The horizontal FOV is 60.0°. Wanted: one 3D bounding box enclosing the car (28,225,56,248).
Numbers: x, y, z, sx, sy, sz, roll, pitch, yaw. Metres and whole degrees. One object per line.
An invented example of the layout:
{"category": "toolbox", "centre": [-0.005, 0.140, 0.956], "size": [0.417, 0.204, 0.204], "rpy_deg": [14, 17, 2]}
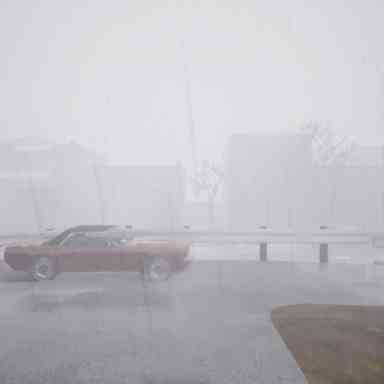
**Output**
{"category": "car", "centre": [-15.069, 4.437, 33.634], "size": [1.946, 1.575, 5.366], "rpy_deg": [0, 0, -18]}

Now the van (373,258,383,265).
{"category": "van", "centre": [10.774, 4.433, 15.609], "size": [1.878, 1.987, 4.442], "rpy_deg": [0, 1, -18]}

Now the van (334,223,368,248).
{"category": "van", "centre": [14.532, 4.219, 32.670], "size": [1.878, 1.987, 4.442], "rpy_deg": [0, 0, -18]}

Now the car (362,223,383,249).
{"category": "car", "centre": [17.544, 4.193, 32.446], "size": [2.435, 2.045, 5.566], "rpy_deg": [0, 0, -18]}

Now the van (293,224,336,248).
{"category": "van", "centre": [11.574, 4.219, 32.761], "size": [1.878, 1.987, 4.442], "rpy_deg": [0, 0, -18]}

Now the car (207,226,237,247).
{"category": "car", "centre": [2.733, 4.319, 32.950], "size": [2.185, 1.767, 4.553], "rpy_deg": [0, 0, -18]}

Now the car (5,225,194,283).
{"category": "car", "centre": [-2.298, 1.581, 9.083], "size": [4.718, 1.301, 1.895], "rpy_deg": [0, 0, 2]}
